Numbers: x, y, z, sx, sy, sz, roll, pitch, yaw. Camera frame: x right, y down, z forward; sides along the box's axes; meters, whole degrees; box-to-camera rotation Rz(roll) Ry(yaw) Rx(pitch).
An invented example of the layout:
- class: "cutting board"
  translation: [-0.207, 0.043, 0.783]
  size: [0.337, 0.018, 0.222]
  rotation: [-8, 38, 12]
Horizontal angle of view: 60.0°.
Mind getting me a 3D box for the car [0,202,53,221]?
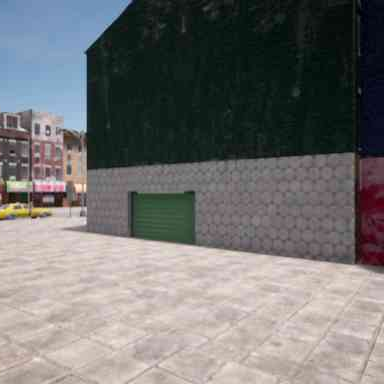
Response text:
- class: "car"
  translation: [-13.531, 1.512, 26.402]
  size: [1.752, 1.417, 4.829]
  rotation: [-1, -1, 36]
